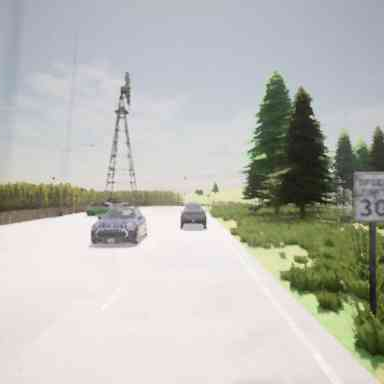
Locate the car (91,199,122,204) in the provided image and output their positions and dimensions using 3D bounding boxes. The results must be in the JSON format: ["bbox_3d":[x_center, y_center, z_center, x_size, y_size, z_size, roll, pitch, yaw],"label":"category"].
[{"bbox_3d":[-9.540,1.885,36.699,3.988,1.617,1.851,0,-1,-1],"label":"car"}]

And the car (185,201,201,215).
[{"bbox_3d":[0.104,1.934,41.770,1.882,1.535,5.008,0,-1,0],"label":"car"}]

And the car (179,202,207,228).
[{"bbox_3d":[0.103,1.760,24.650,2.128,1.511,4.902,0,-1,0],"label":"car"}]

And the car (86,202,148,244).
[{"bbox_3d":[-3.498,1.547,16.631,2.097,1.767,4.553,0,-1,0],"label":"car"}]
